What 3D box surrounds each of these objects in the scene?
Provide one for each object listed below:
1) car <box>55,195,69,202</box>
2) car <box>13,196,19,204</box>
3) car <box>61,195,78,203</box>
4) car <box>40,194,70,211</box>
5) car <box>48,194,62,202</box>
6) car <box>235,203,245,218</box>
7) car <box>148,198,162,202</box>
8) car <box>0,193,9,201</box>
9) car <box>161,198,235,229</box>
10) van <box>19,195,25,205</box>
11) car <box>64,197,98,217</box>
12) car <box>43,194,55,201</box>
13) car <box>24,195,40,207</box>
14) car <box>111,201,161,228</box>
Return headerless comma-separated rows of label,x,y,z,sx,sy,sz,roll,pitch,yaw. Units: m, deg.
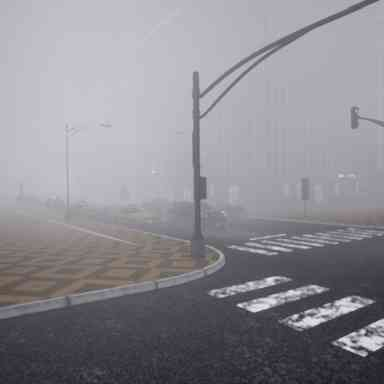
car,-26.746,1.401,68.274,1.802,1.307,4.206,-1,1,-36
car,-33.150,1.490,63.682,2.008,1.369,4.403,-1,1,-36
car,-23.508,1.379,63.757,2.008,1.369,4.403,-1,1,-36
car,-16.959,1.426,41.101,1.967,1.590,4.097,-1,1,-36
car,-29.985,1.250,72.788,1.967,1.590,4.097,-1,1,-36
car,2.503,1.449,27.705,2.008,1.369,4.403,-1,1,-36
car,-4.033,1.322,36.696,1.967,1.590,4.097,-1,1,-36
car,-46.102,1.446,81.745,1.887,1.381,4.507,-1,1,-36
car,0.252,1.334,21.497,2.097,1.767,4.553,-1,1,-36
van,-26.675,1.299,54.648,1.690,1.788,3.998,-1,1,-36
car,-10.432,1.530,31.899,1.752,1.417,4.829,-1,1,-36
car,-33.322,1.325,77.443,1.752,1.417,4.829,-1,1,-36
car,-23.436,1.407,50.133,1.967,1.590,4.097,-1,1,-36
car,-4.012,1.548,22.824,1.752,1.417,4.829,-1,1,-36
